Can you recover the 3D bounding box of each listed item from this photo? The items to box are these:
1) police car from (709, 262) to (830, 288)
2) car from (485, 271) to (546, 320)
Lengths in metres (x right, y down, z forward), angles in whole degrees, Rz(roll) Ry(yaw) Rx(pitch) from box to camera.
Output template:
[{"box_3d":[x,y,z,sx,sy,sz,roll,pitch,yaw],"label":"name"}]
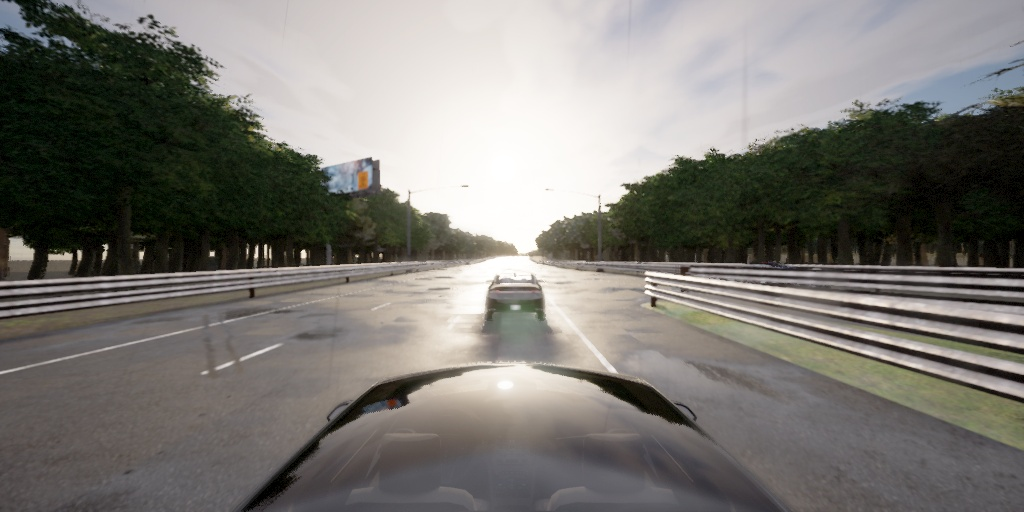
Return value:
[{"box_3d":[11.302,1.075,16.477,2.038,1.542,4.974,0,0,-12],"label":"police car"},{"box_3d":[0.103,1.256,12.620,2.128,1.511,4.902,0,0,0],"label":"car"}]
